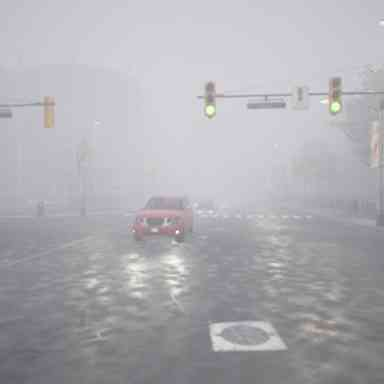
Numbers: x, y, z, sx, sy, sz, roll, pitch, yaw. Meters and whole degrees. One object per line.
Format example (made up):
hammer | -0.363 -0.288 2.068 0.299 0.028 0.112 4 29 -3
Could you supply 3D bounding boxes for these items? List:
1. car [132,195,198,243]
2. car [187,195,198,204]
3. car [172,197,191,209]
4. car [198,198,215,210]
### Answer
car | -1.193 1.183 16.229 2.150 2.045 5.566 0 0 7
car | 0.126 1.358 60.468 1.812 1.442 4.674 0 0 1
car | -1.355 1.439 44.763 1.994 1.385 4.181 0 0 7
car | 1.781 1.435 40.556 2.033 1.411 5.357 0 0 7
